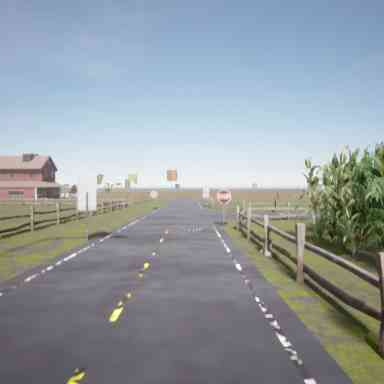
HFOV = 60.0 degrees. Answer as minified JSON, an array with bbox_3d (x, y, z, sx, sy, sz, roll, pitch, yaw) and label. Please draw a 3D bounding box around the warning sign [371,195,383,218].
[{"bbox_3d":[15.867,1.179,27.821,1.060,1.860,1.300,0,1,0],"label":"warning sign"}]
